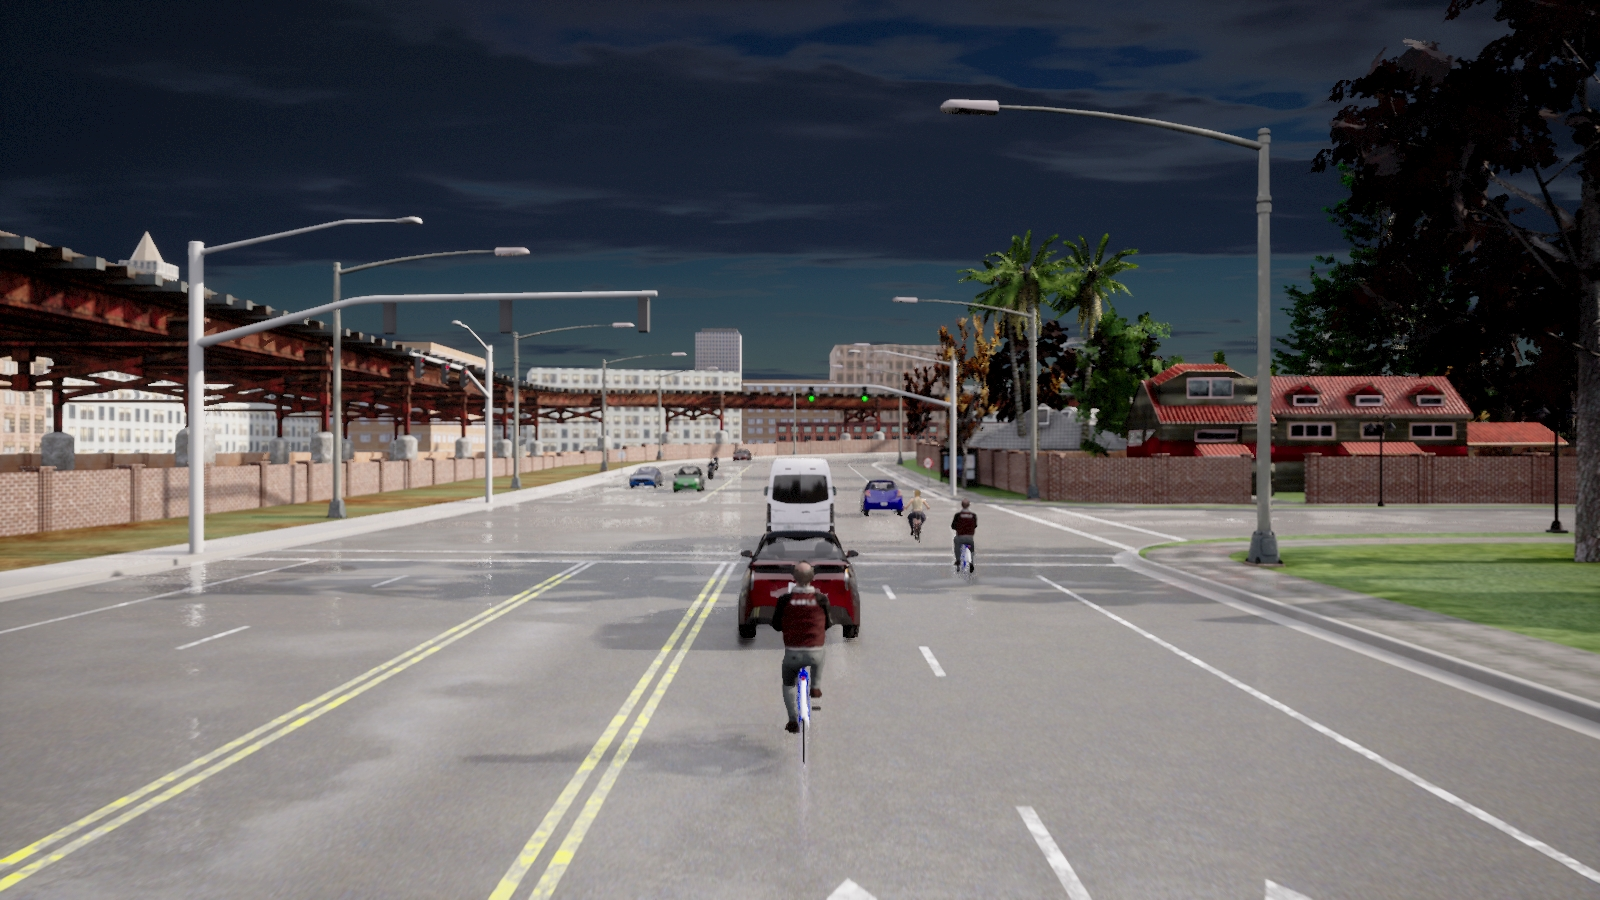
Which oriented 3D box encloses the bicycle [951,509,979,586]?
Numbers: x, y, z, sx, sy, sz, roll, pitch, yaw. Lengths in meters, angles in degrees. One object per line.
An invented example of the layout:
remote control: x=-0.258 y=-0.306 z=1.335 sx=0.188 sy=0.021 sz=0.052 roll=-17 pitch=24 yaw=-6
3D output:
bicycle: x=3.518 y=2.052 z=24.481 sx=0.329 sy=1.496 sz=1.835 roll=0 pitch=0 yaw=0

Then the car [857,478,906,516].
car: x=3.499 y=2.023 z=49.622 sx=1.845 sy=1.501 sz=3.633 roll=0 pitch=0 yaw=0

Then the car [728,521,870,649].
car: x=-0.009 y=2.043 z=18.398 sx=2.007 sy=1.525 sz=4.514 roll=0 pitch=0 yaw=0

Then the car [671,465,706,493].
car: x=-6.999 y=1.836 z=72.152 sx=1.851 sy=1.617 sz=3.988 roll=0 pitch=1 yaw=0

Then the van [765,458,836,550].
van: x=0.017 y=1.539 z=35.121 sx=1.988 sy=2.561 sz=5.915 roll=0 pitch=0 yaw=0

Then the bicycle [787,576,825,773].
bicycle: x=0.046 y=2.050 z=10.829 sx=0.329 sy=1.496 sz=1.835 roll=0 pitch=0 yaw=0

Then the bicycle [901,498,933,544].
bicycle: x=3.567 y=2.150 z=34.811 sx=0.859 sy=1.301 sz=1.487 roll=0 pitch=0 yaw=1
